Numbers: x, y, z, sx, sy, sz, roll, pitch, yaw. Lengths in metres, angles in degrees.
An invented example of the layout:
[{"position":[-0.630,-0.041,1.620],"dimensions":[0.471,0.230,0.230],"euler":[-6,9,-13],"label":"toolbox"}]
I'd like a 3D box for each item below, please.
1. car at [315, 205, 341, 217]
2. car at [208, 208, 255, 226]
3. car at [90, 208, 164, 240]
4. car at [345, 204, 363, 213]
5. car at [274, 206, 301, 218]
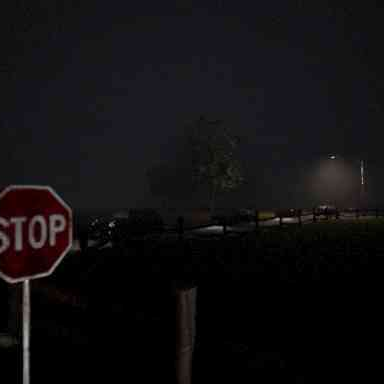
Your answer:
[{"position":[17.189,2.353,42.012],"dimensions":[2.033,1.411,5.357],"euler":[-1,-1,38],"label":"car"},{"position":[3.624,2.128,29.390],"dimensions":[2.033,1.411,5.357],"euler":[-1,-1,38],"label":"car"},{"position":[-3.765,1.762,19.910],"dimensions":[2.097,1.767,4.553],"euler":[-1,-1,38],"label":"car"},{"position":[25.831,2.560,53.112],"dimensions":[1.994,1.385,4.181],"euler":[-1,-1,38],"label":"car"},{"position":[11.347,2.320,39.272],"dimensions":[1.994,1.385,4.181],"euler":[-1,-1,38],"label":"car"}]
